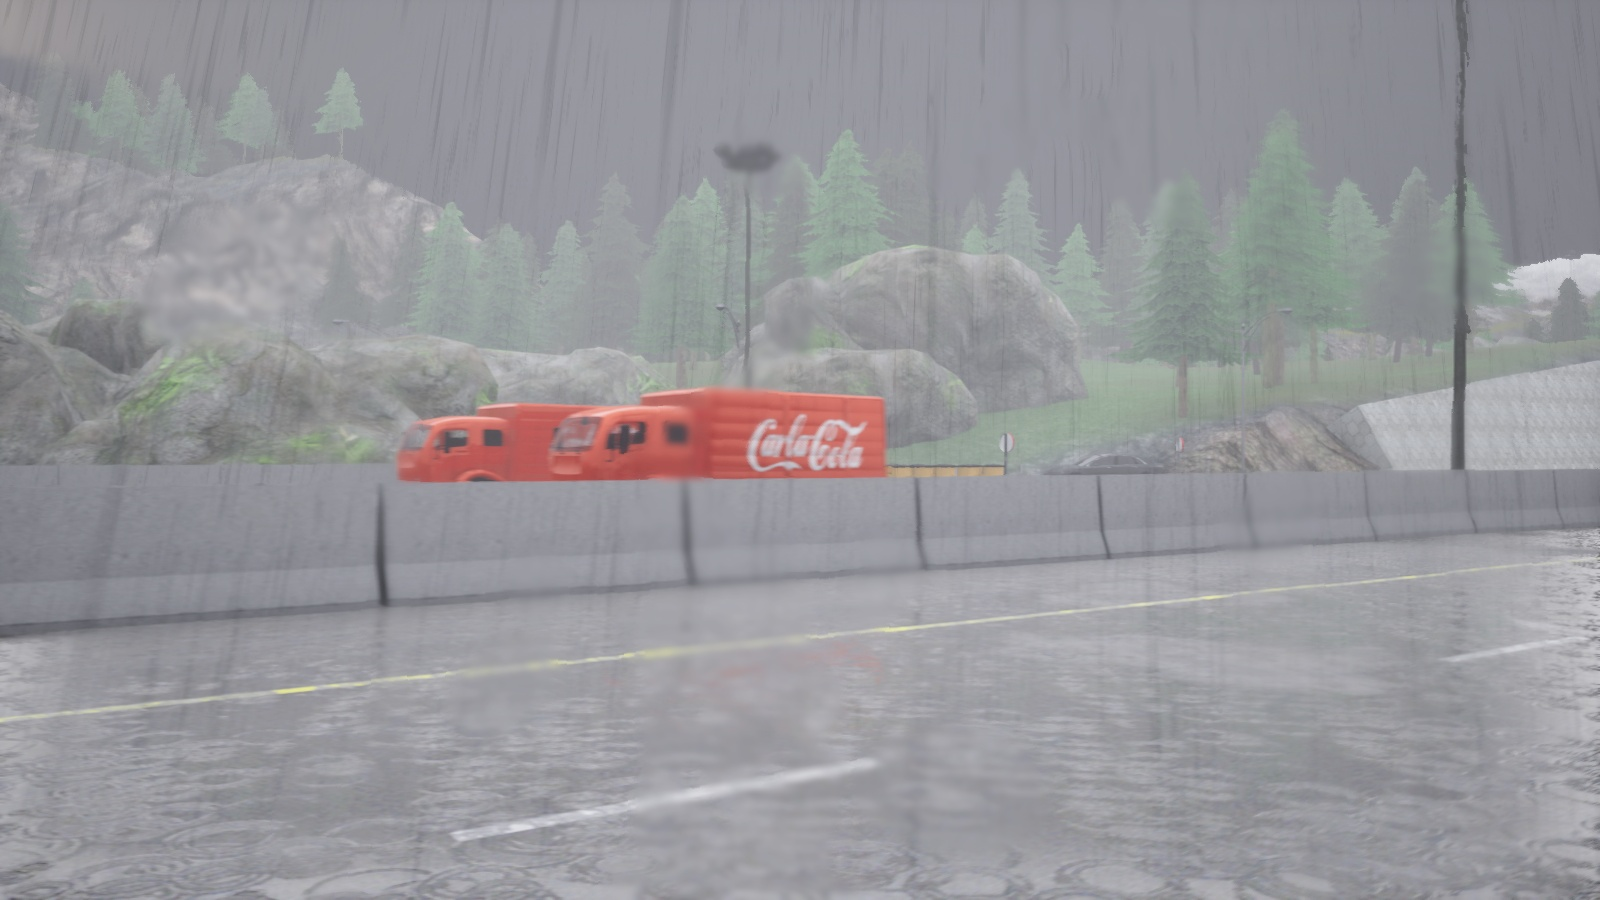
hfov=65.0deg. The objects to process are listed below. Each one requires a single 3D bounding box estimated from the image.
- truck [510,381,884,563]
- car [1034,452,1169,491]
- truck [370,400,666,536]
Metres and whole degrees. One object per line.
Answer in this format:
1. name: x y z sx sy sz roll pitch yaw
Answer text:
1. truck: -1.550 0.313 19.641 5.204 2.467 2.627 0 0 -35
2. car: 12.035 0.847 50.243 4.892 1.490 1.837 0 0 -7
3. truck: -5.644 0.336 25.318 5.204 2.467 2.627 0 0 -35
